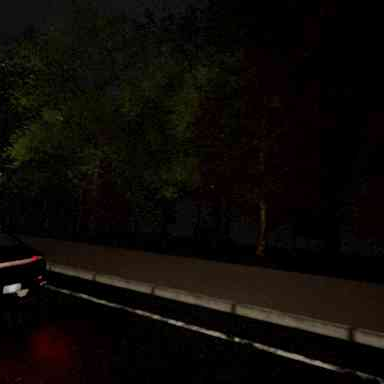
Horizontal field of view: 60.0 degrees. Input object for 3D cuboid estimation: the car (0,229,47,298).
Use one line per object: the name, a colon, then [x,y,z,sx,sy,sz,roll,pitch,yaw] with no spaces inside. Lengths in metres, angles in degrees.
car: [-5.196,1.529,7.391,4.902,1.511,2.128,0,0,36]
